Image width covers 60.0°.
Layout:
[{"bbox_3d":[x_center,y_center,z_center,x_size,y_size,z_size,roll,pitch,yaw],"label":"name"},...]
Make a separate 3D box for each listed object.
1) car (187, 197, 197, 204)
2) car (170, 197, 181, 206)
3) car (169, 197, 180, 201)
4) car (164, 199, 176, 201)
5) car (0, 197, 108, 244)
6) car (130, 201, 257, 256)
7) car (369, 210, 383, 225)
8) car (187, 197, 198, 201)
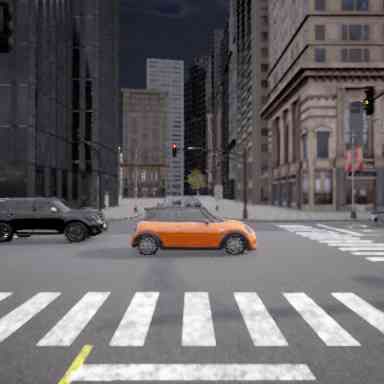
[{"bbox_3d":[-0.068,1.867,72.214,2.128,1.511,4.902,0,0,0],"label":"car"},{"bbox_3d":[-3.068,1.776,64.333,1.882,1.535,5.008,0,0,0],"label":"car"},{"bbox_3d":[-3.109,1.681,44.774,2.128,1.511,4.902,0,0,0],"label":"car"},{"bbox_3d":[-3.093,1.743,35.377,1.895,1.301,4.718,0,0,0],"label":"car"},{"bbox_3d":[-6.885,1.269,15.714,5.566,2.045,2.150,-1,0,0],"label":"car"},{"bbox_3d":[0.081,1.342,12.478,4.553,1.767,2.097,0,-1,0],"label":"car"},{"bbox_3d":[14.601,1.544,22.511,4.902,1.511,2.128,0,-1,-2],"label":"car"},{"bbox_3d":[0.065,1.530,42.615,2.097,1.767,4.553,0,0,0],"label":"car"}]
